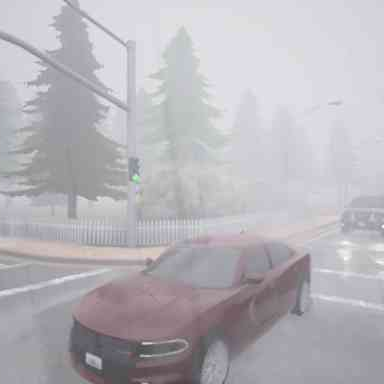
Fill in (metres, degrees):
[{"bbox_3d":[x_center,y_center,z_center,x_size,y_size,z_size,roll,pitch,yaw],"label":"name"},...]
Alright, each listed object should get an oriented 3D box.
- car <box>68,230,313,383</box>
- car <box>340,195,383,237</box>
[{"bbox_3d":[0.451,1.471,5.449,1.882,1.535,5.008,0,0,36],"label":"car"},{"bbox_3d":[9.959,1.223,18.600,2.150,2.045,5.566,0,0,36],"label":"car"}]
